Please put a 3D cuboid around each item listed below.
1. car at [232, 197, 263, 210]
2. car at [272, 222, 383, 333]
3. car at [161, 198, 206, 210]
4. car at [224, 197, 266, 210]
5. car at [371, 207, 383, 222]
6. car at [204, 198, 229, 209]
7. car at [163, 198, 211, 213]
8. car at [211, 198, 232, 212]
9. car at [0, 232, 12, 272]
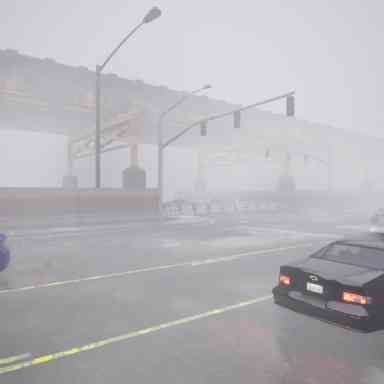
[{"bbox_3d":[6.712,1.295,42.499,4.536,1.218,1.853,0,0,-8],"label":"car"},{"bbox_3d":[3.954,1.547,6.671,5.357,1.411,2.033,0,0,-36],"label":"car"},{"bbox_3d":[-0.879,1.295,35.992,4.536,1.218,1.853,0,0,7],"label":"car"},{"bbox_3d":[6.764,1.453,42.506,4.974,1.542,2.038,0,0,-8],"label":"car"},{"bbox_3d":[14.258,1.525,23.047,4.674,1.442,1.812,0,0,-36],"label":"car"},{"bbox_3d":[2.906,1.295,38.757,1.853,1.218,4.536,0,0,17],"label":"car"},{"bbox_3d":[-0.827,1.453,35.985,4.974,1.542,2.038,0,0,7],"label":"car"},{"bbox_3d":[2.891,1.453,38.707,2.038,1.542,4.974,0,0,17],"label":"car"},{"bbox_3d":[-6.975,1.477,7.586,5.008,1.535,1.882,0,0,-36],"label":"car"}]
